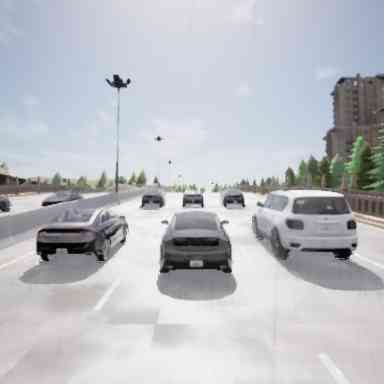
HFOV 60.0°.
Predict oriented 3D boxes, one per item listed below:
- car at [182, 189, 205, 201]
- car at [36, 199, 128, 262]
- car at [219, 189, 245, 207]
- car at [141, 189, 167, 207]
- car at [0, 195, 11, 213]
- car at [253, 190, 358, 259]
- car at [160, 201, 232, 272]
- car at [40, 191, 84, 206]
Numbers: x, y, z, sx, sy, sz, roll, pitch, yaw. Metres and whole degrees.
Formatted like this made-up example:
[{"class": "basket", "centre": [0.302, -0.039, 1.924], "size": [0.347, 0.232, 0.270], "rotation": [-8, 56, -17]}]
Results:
[{"class": "car", "centre": [0.104, 0.455, 30.110], "size": [2.128, 1.511, 4.902], "rotation": [0, 2, 0]}, {"class": "car", "centre": [-3.399, 1.233, 11.109], "size": [2.128, 1.511, 4.902], "rotation": [0, 2, 0]}, {"class": "car", "centre": [3.604, 0.472, 30.004], "size": [1.837, 1.490, 4.892], "rotation": [0, 2, 0]}, {"class": "car", "centre": [-3.396, 0.474, 29.972], "size": [1.837, 1.490, 4.892], "rotation": [0, 2, 0]}, {"class": "car", "centre": [-14.095, 0.802, 22.475], "size": [1.812, 1.442, 4.674], "rotation": [0, 2, 0]}, {"class": "car", "centre": [3.602, 0.943, 11.593], "size": [2.150, 2.045, 5.566], "rotation": [0, 2, 0]}, {"class": "car", "centre": [0.101, 1.291, 10.021], "size": [1.837, 1.490, 4.892], "rotation": [0, 2, 0]}, {"class": "car", "centre": [-10.594, 0.610, 27.684], "size": [2.033, 1.411, 5.357], "rotation": [0, 2, 0]}]
